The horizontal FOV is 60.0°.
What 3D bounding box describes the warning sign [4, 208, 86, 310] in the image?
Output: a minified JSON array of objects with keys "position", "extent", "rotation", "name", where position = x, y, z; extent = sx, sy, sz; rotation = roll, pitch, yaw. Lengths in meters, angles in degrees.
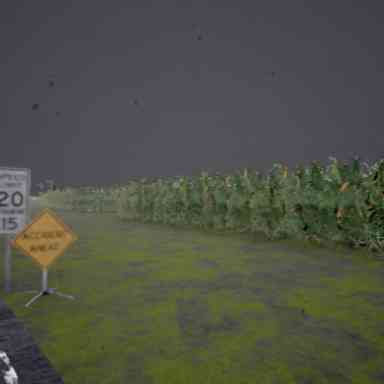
[{"position":[-3.081,1.271,6.978],"extent":[1.300,1.860,1.060],"rotation":[2,-2,-39],"name":"warning sign"}]
